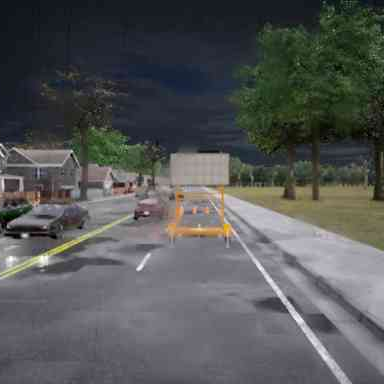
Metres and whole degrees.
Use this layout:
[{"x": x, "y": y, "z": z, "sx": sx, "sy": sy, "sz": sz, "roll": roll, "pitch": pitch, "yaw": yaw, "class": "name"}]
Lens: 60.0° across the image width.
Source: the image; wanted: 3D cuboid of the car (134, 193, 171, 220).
[{"x": -2.658, "y": 1.032, "z": 22.144, "sx": 1.812, "sy": 1.442, "sz": 4.674, "roll": 0, "pitch": 1, "yaw": 1, "class": "car"}]

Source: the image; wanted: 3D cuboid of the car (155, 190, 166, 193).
[{"x": -5.359, "y": 0.323, "z": 56.826, "sx": 1.994, "sy": 1.385, "sz": 4.181, "roll": 0, "pitch": 1, "yaw": 2, "class": "car"}]

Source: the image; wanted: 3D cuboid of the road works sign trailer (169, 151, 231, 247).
[{"x": 0.311, "y": 0.165, "z": 13.261, "sx": 2.380, "sy": 3.560, "sz": 2.880, "roll": 0, "pitch": 1, "yaw": 1, "class": "road works sign trailer"}]

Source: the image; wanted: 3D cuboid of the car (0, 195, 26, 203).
[{"x": -9.484, "y": 0.990, "z": 15.984, "sx": 2.097, "sy": 1.767, "sz": 4.553, "roll": 0, "pitch": 1, "yaw": 1, "class": "car"}]

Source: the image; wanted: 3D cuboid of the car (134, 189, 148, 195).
[{"x": -8.607, "y": 0.259, "z": 56.988, "sx": 1.837, "sy": 1.490, "sz": 4.892, "roll": 0, "pitch": 1, "yaw": 2, "class": "car"}]

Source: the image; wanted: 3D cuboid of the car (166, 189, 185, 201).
[{"x": -2.119, "y": 0.296, "z": 48.196, "sx": 2.097, "sy": 1.767, "sz": 4.553, "roll": 0, "pitch": 1, "yaw": 1, "class": "car"}]

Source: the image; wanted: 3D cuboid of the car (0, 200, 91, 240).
[{"x": -6.254, "y": 1.204, "z": 15.197, "sx": 2.033, "sy": 1.411, "sz": 5.357, "roll": 0, "pitch": 1, "yaw": 1, "class": "car"}]
